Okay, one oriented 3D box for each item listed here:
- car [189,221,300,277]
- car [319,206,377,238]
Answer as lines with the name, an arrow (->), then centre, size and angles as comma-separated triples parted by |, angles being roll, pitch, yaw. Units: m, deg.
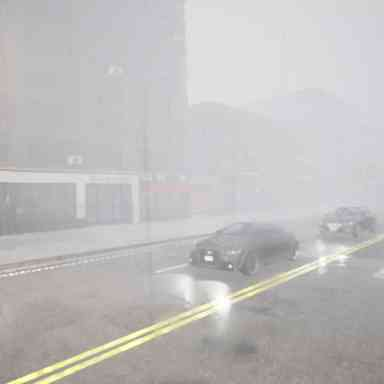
car -> 1.822, 1.666, 10.781 | 1.994, 1.385, 4.181 | -2, -1, 43
car -> 8.647, 1.565, 18.261 | 2.128, 1.511, 4.902 | -2, -1, 43
